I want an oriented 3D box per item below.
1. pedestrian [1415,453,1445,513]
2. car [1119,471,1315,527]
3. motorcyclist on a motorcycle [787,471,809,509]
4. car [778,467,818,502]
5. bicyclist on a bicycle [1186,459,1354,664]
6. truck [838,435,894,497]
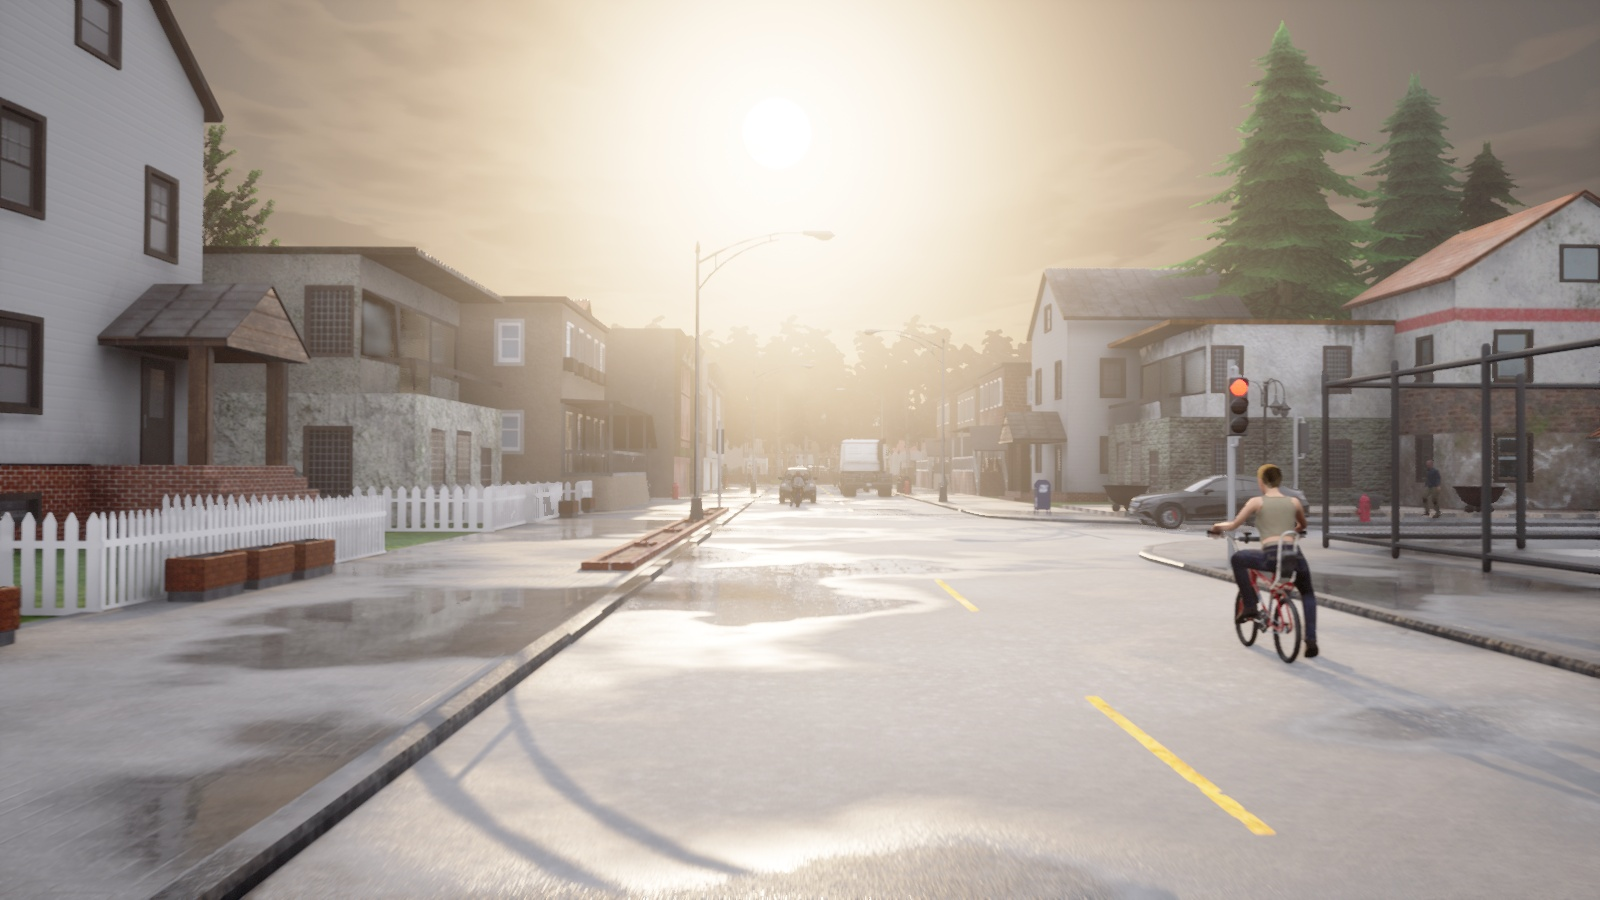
[{"bbox_3d":[19.432,1.024,38.728,0.726,1.842,0.402,0,-1,-12],"label":"pedestrian"},{"bbox_3d":[11.189,1.304,33.890,4.674,1.442,1.812,0,-1,0],"label":"car"},{"bbox_3d":[-0.083,1.631,51.970,0.866,1.530,2.191,0,-1,0],"label":"motorcyclist on a motorcycle"},{"bbox_3d":[-0.099,1.606,59.367,1.851,1.617,3.988,0,-1,0],"label":"car"},{"bbox_3d":[3.945,0.894,10.684,0.866,1.612,1.509,0,-1,1],"label":"bicyclist on a bicycle"},{"bbox_3d":[3.872,0.946,74.923,2.891,3.462,7.936,0,-1,0],"label":"truck"}]
